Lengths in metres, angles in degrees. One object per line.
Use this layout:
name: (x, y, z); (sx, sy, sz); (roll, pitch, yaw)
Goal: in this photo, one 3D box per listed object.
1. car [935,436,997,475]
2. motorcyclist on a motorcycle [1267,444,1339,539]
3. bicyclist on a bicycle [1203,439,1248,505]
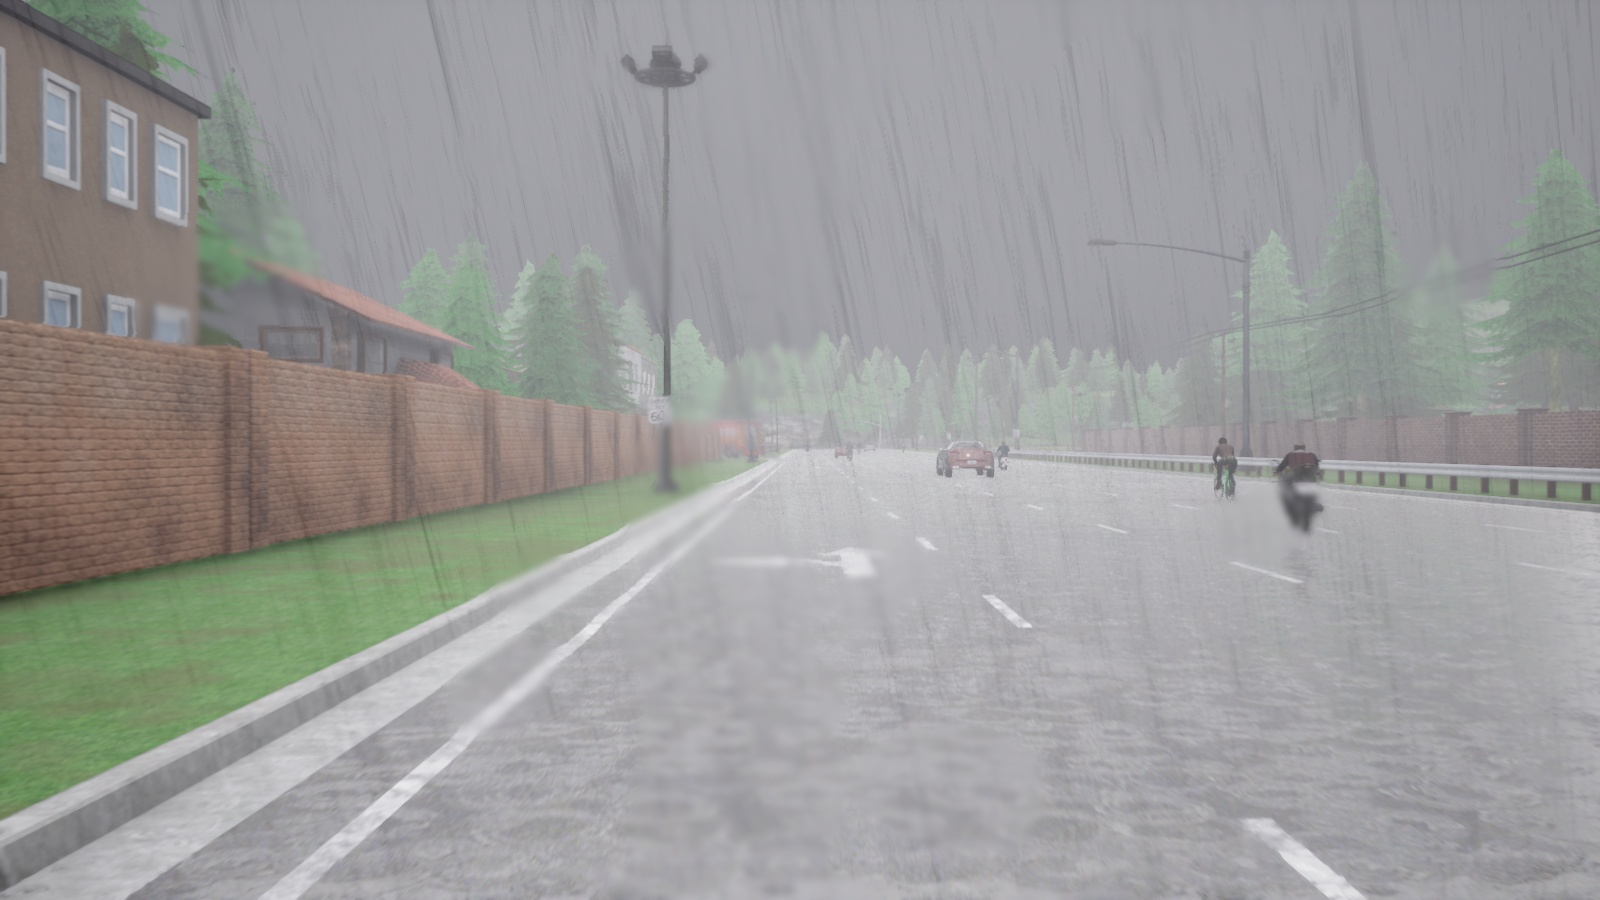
car: (7.333, 0.216, 55.937); (2.152, 1.651, 5.027); (0, 0, 0)
motorcyclist on a motorcycle: (8.606, 0.667, 21.562); (0.866, 1.530, 2.191); (0, 0, 15)
bicyclist on a bicycle: (10.659, 0.530, 31.504); (0.582, 1.620, 1.656); (0, 0, 1)
